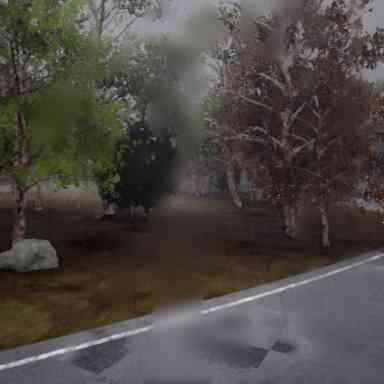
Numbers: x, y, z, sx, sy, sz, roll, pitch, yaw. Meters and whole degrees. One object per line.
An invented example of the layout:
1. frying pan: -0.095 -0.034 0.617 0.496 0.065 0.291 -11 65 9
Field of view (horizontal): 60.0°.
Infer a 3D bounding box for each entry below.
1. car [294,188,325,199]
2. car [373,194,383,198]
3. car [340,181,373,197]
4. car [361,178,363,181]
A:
1. car: 14.468 0.099 41.761 2.033 1.411 5.357 -5 3 -18
2. car: 20.869 0.105 33.163 4.181 1.385 1.994 -1 3 42
3. car: 19.334 -0.159 39.418 2.128 1.511 4.902 -6 3 -31
4. car: 33.653 -2.363 67.473 4.902 1.511 2.128 -3 3 -2
